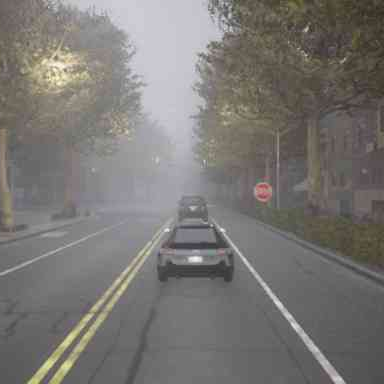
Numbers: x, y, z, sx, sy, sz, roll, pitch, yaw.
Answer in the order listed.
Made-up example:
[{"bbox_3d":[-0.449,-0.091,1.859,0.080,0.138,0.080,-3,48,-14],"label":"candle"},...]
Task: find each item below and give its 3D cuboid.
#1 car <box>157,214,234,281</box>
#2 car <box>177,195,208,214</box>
[{"bbox_3d":[0.090,1.583,9.979,1.994,1.385,4.181,0,0,0],"label":"car"},{"bbox_3d":[0.067,1.270,25.323,2.150,2.045,5.566,0,0,0],"label":"car"}]
